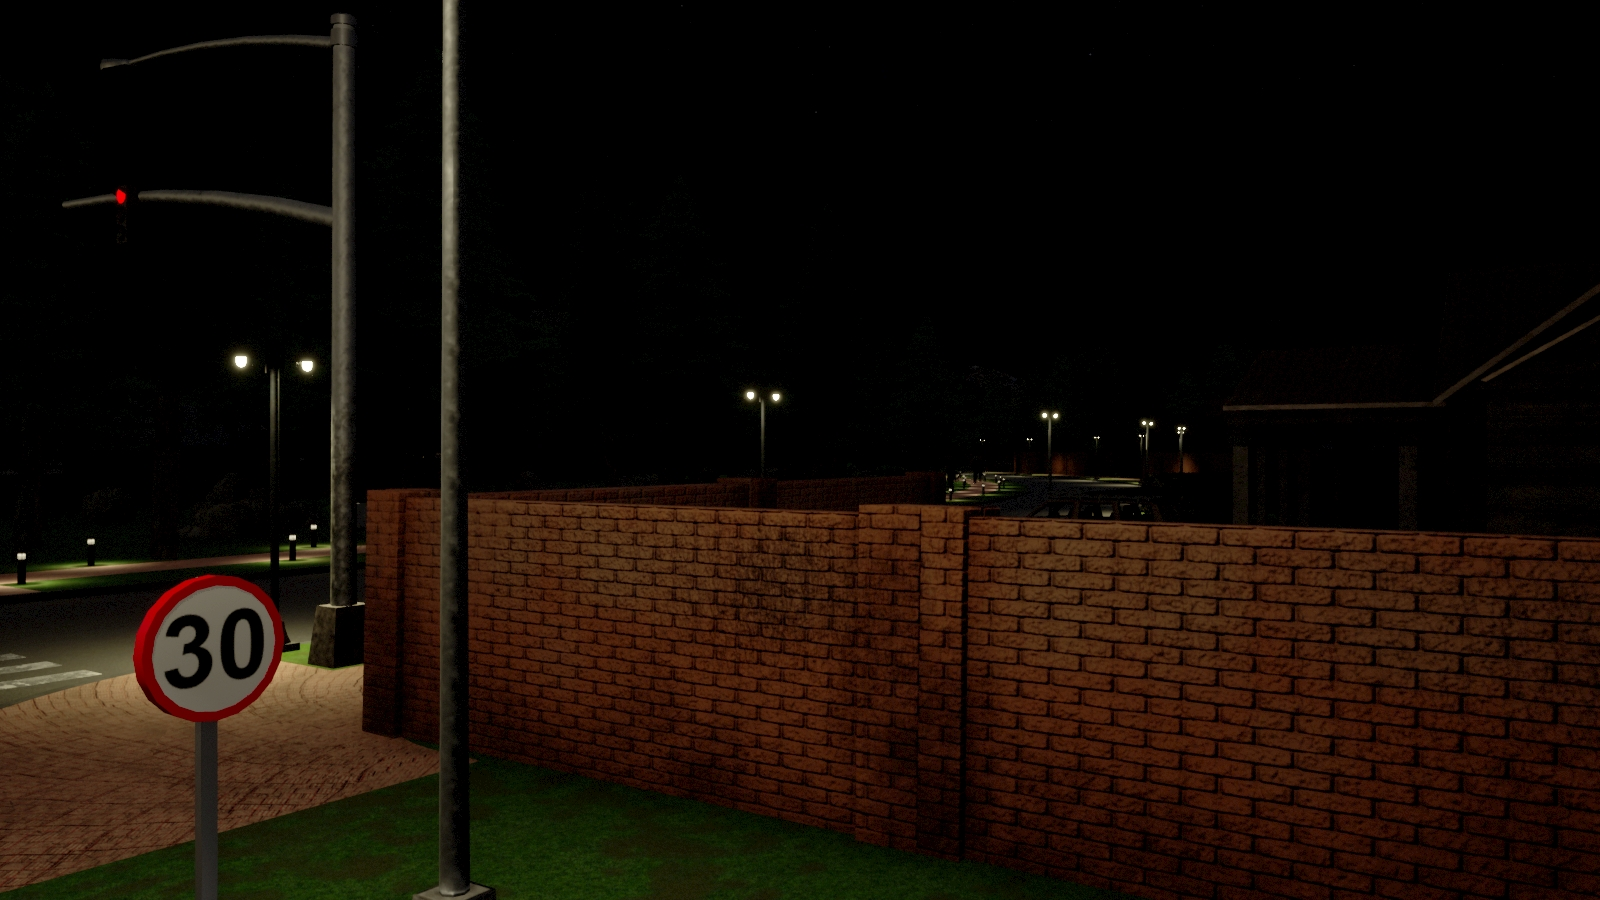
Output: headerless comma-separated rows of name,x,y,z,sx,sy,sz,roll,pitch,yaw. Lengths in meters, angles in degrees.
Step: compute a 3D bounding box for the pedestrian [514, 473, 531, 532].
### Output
pedestrian,-8.834,1.663,36.419,0.375,1.860,0.375,0,0,36
